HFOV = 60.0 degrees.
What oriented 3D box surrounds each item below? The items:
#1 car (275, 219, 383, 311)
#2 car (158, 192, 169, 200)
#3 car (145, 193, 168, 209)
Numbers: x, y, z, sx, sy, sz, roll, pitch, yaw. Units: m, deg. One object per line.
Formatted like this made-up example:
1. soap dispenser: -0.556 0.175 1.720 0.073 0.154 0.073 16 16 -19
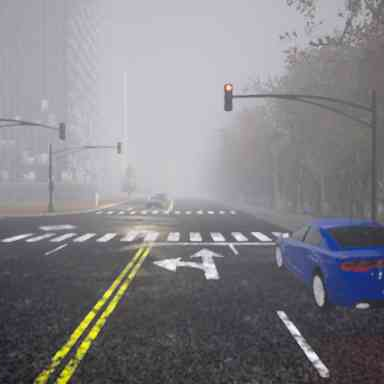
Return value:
1. car: 3.277 1.351 7.592 1.882 1.535 5.008 -3 -1 1
2. car: -5.863 0.723 68.788 2.128 1.511 4.902 0 1 -4
3. car: -4.149 1.122 37.282 2.033 1.411 5.357 0 1 -2
